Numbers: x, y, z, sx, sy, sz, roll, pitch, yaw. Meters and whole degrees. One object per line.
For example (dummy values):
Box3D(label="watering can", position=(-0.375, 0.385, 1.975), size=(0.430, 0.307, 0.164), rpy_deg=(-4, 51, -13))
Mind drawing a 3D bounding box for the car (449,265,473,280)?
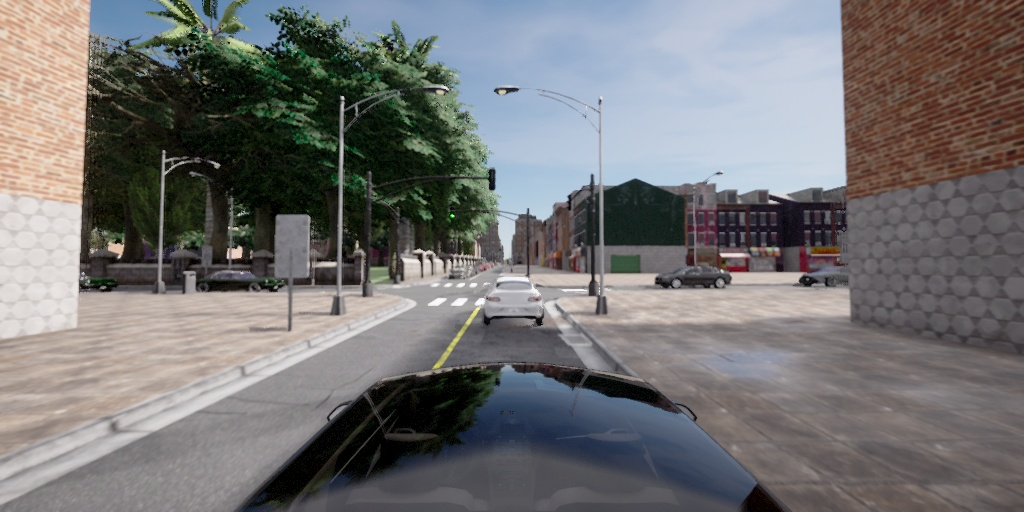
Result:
Box3D(label="car", position=(-5.564, 1.721, 37.639), size=(2.007, 1.370, 4.403), rpy_deg=(0, 0, 0))

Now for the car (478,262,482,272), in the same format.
Box3D(label="car", position=(-5.651, 1.896, 50.223), size=(1.948, 1.339, 4.313), rpy_deg=(0, 0, 0))

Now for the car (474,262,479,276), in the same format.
Box3D(label="car", position=(-5.601, 1.811, 44.774), size=(2.007, 1.370, 4.403), rpy_deg=(0, 0, 0))

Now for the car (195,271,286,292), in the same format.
Box3D(label="car", position=(-16.153, 1.553, 21.206), size=(4.718, 1.301, 1.895), rpy_deg=(0, -2, 0))

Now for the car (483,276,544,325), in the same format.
Box3D(label="car", position=(0.017, 1.395, 12.316), size=(1.812, 1.442, 4.674), rpy_deg=(0, -1, -1))

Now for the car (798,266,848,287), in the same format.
Box3D(label="car", position=(22.075, 1.389, 24.403), size=(4.181, 1.385, 1.994), rpy_deg=(-1, -2, 0))

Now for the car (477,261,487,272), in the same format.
Box3D(label="car", position=(-5.749, 2.060, 61.121), size=(1.802, 1.307, 4.207), rpy_deg=(0, 0, 0))

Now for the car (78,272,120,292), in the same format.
Box3D(label="car", position=(-26.313, 1.547, 21.145), size=(4.718, 1.301, 1.895), rpy_deg=(0, -2, 0))

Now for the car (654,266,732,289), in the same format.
Box3D(label="car", position=(12.207, 1.436, 24.337), size=(4.892, 1.490, 1.837), rpy_deg=(-1, -2, 0))
